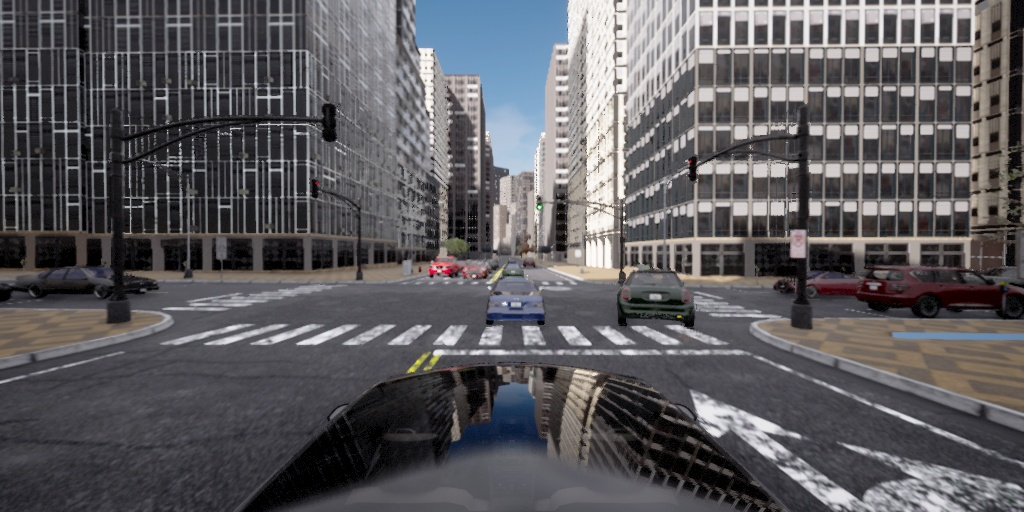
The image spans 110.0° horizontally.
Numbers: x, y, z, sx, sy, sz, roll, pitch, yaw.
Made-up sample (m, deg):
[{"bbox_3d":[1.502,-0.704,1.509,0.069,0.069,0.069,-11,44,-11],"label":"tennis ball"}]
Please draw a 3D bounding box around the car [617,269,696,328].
[{"bbox_3d":[4.683,1.222,12.038,2.097,1.767,4.553,0,-2,18],"label":"car"}]

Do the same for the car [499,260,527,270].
[{"bbox_3d":[0.098,1.380,34.153,1.994,1.385,4.181,0,0,0],"label":"car"}]

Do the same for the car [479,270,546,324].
[{"bbox_3d":[0.110,1.400,12.418,2.033,1.411,5.357,1,0,0],"label":"car"}]

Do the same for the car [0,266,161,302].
[{"bbox_3d":[-19.912,1.189,16.849,5.357,1.411,2.033,1,1,1],"label":"car"}]

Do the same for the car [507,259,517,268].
[{"bbox_3d":[-0.006,1.368,64.057,1.837,1.490,4.892,0,0,0],"label":"car"}]

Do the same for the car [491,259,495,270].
[{"bbox_3d":[-3.336,1.356,42.008,1.812,1.442,4.674,0,0,0],"label":"car"}]

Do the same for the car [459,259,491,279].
[{"bbox_3d":[-3.317,1.167,33.164,2.097,1.767,4.553,0,0,-1],"label":"car"}]

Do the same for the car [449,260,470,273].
[{"bbox_3d":[-6.565,1.313,45.661,1.882,1.535,5.008,0,0,1],"label":"car"}]

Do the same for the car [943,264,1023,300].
[{"bbox_3d":[26.744,1.364,19.267,4.553,1.767,2.097,0,1,1],"label":"car"}]

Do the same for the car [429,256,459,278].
[{"bbox_3d":[-6.593,1.040,35.317,2.150,2.045,5.566,0,0,0],"label":"car"}]

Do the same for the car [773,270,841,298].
[{"bbox_3d":[16.710,1.488,19.428,4.181,1.385,1.994,1,1,2],"label":"car"}]

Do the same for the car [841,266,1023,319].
[{"bbox_3d":[16.192,1.312,13.672,5.009,1.841,2.192,0,0,1],"label":"car"}]

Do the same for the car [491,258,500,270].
[{"bbox_3d":[-3.262,1.198,52.113,2.097,1.767,4.553,0,0,0],"label":"car"}]
